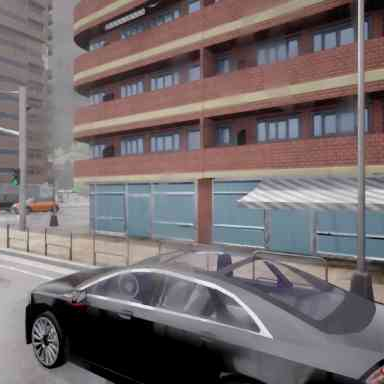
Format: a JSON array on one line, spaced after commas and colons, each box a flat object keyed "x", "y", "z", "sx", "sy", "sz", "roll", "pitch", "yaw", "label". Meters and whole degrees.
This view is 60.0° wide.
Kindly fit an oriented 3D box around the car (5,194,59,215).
[{"x": -16.226, "y": 1.352, "z": 34.442, "sx": 2.097, "sy": 1.767, "sz": 4.553, "roll": 0, "pitch": 0, "yaw": 36, "label": "car"}]

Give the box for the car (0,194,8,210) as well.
[{"x": -20.151, "y": 1.221, "z": 34.999, "sx": 2.150, "sy": 2.045, "sz": 5.566, "roll": 0, "pitch": 0, "yaw": 35, "label": "car"}]

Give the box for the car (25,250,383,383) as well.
[{"x": -0.140, "y": 1.491, "z": 4.088, "sx": 4.902, "sy": 1.511, "sz": 2.128, "roll": 0, "pitch": 0, "yaw": 35, "label": "car"}]
